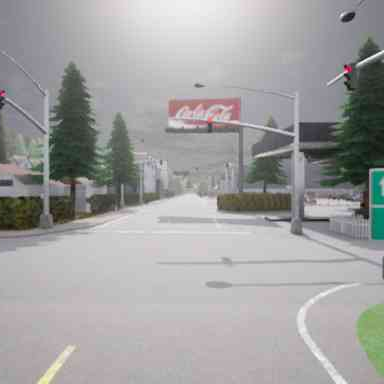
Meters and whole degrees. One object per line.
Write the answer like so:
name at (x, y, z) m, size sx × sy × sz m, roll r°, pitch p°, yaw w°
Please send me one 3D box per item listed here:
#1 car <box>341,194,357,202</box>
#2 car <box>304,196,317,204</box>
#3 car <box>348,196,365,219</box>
car at (34.951, 1.416, 72.004) m, size 2.007 × 1.523 × 4.514 m, roll 0°, pitch 0°, yaw 0°
car at (22.543, 1.487, 64.220) m, size 1.970 × 1.475 × 3.806 m, roll 0°, pitch 0°, yaw 0°
car at (14.383, 1.479, 25.159) m, size 3.866 × 1.878 × 1.905 m, roll 0°, pitch 0°, yaw 0°
